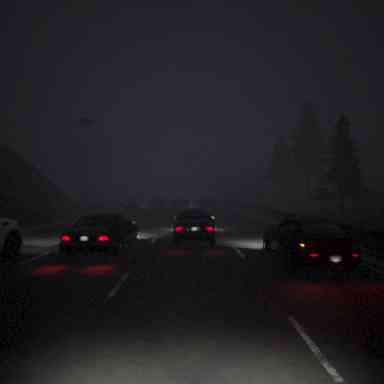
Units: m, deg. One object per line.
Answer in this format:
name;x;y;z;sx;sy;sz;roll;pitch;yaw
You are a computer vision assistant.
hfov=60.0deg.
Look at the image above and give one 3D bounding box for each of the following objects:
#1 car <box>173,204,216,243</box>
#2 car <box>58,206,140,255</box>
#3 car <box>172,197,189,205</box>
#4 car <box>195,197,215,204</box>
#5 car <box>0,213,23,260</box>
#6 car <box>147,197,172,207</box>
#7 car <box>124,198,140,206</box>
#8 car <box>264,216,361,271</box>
car;0.093;1.501;15.651;2.033;1.411;5.357;0;0;0
car;-3.407;1.509;13.003;2.033;1.411;5.357;0;0;0
car;-2.074;1.457;49.064;1.895;1.301;4.718;0;0;-20
car;1.791;1.425;47.587;1.994;1.385;4.181;0;0;-16
car;-6.905;1.192;9.143;2.150;2.045;5.566;0;0;0
car;-5.024;1.409;47.373;2.033;1.411;5.357;0;0;-21
car;-7.600;1.423;42.168;2.033;1.411;5.357;0;0;-12
car;3.597;1.495;10.632;1.812;1.442;4.674;0;0;0
